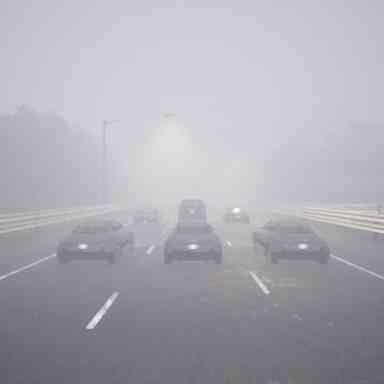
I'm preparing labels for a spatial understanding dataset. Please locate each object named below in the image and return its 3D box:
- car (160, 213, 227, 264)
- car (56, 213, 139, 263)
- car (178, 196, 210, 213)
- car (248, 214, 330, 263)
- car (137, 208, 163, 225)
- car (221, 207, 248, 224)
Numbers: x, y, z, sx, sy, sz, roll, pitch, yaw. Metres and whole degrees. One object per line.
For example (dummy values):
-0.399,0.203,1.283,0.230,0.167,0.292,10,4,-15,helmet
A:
0.053,1.722,12.528,1.994,1.385,4.181,0,-1,1,car
-3.445,1.723,12.592,1.994,1.385,4.181,0,-1,0,car
0.048,1.540,26.208,2.150,2.045,5.566,0,0,0,car
3.555,1.723,12.617,1.994,1.385,4.181,0,-1,0,car
-3.445,1.924,26.706,1.895,1.301,4.718,0,-1,1,car
3.565,1.897,27.730,1.994,1.385,4.181,0,0,1,car
